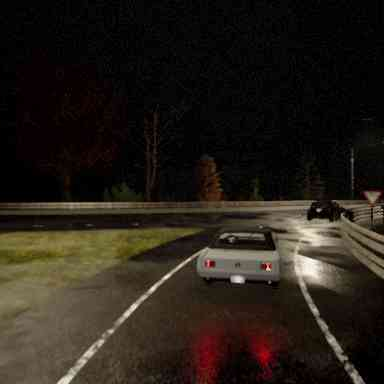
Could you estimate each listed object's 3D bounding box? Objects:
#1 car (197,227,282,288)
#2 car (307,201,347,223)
[{"bbox_3d":[1.526,1.660,9.528,1.895,1.301,4.718,0,0,13],"label":"car"},{"bbox_3d":[11.519,1.545,28.177,2.097,1.767,4.553,0,0,41],"label":"car"}]
